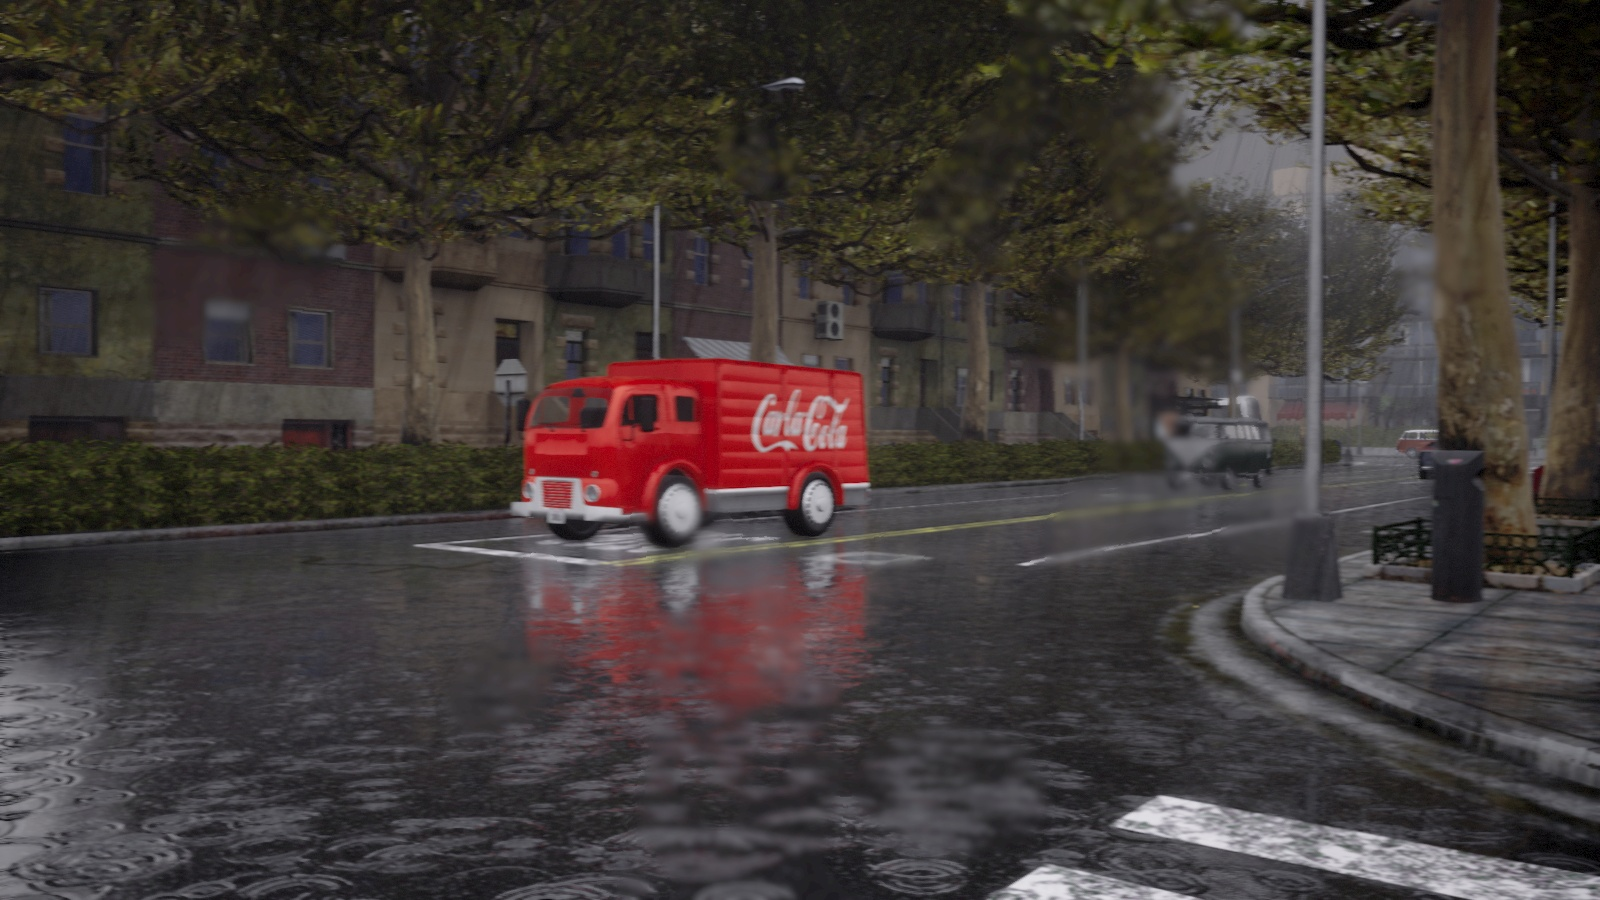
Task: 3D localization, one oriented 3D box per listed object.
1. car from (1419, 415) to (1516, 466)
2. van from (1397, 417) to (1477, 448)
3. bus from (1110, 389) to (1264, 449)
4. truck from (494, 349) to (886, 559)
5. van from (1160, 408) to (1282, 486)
[{"bbox_3d":[23.333,-0.354,43.793,2.152,1.651,5.027,0,1,38],"label":"car"},{"bbox_3d":[42.503,-1.174,83.836,4.480,2.038,2.069,0,1,37],"label":"van"},{"bbox_3d":[28.922,-2.266,94.223,10.273,4.253,3.944,0,1,37],"label":"bus"},{"bbox_3d":[-1.342,0.022,17.601,2.627,2.467,5.204,0,1,38],"label":"truck"},{"bbox_3d":[11.550,-0.118,34.275,1.775,1.987,4.442,0,1,38],"label":"van"}]
